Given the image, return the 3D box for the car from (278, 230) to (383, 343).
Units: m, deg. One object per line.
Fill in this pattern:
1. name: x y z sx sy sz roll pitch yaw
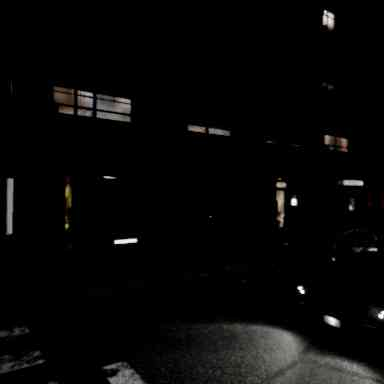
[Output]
1. car: 4.406 1.614 6.502 5.357 1.411 2.033 1 0 -32

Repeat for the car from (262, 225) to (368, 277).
1. car: 3.851 1.629 9.325 4.403 1.369 2.008 1 -1 -36
